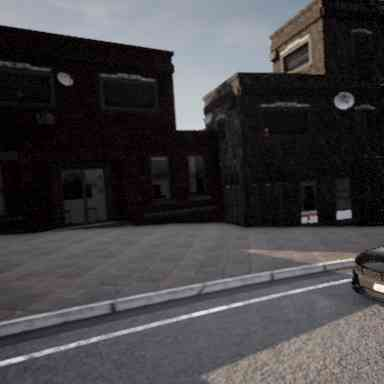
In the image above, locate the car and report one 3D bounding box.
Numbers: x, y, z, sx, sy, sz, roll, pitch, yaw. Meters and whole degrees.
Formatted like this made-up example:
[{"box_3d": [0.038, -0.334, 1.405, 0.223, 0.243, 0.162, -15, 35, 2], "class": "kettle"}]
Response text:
[{"box_3d": [5.580, 1.420, 6.954, 5.008, 1.535, 1.882, 0, 1, -26], "class": "car"}]
